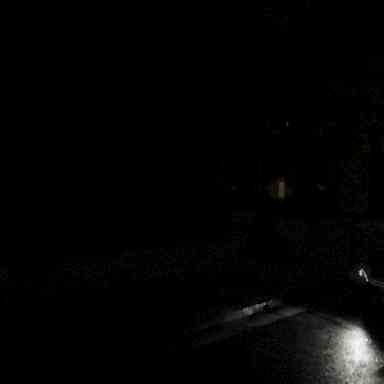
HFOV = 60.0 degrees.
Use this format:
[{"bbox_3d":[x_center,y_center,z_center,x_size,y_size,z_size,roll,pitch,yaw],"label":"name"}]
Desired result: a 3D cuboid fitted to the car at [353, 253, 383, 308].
[{"bbox_3d":[5.175,1.456,6.705,4.674,1.442,1.812,0,0,-35],"label":"car"}]
